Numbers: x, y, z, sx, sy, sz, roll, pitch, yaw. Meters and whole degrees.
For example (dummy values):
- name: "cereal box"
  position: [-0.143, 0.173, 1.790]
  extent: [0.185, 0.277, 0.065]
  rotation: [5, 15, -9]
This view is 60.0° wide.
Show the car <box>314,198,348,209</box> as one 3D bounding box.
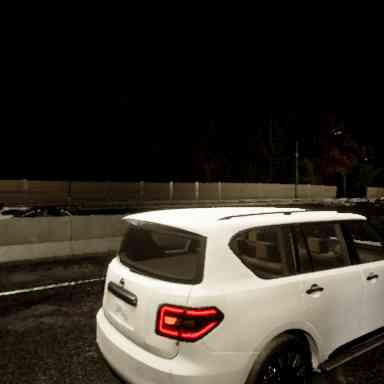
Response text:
- name: "car"
  position: [20.314, 1.678, 48.562]
  extent: [5.357, 1.411, 2.033]
  rotation: [0, 0, -35]

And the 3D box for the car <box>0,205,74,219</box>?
- name: "car"
  position: [-7.416, 1.513, 15.900]
  extent: [4.892, 1.490, 1.837]
  rotation: [0, 0, -36]

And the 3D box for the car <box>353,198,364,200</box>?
- name: "car"
  position: [22.949, 1.626, 46.140]
  extent: [4.902, 1.511, 2.128]
  rotation: [0, 0, -35]

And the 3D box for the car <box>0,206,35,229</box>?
- name: "car"
  position: [-12.597, 1.606, 20.803]
  extent: [4.718, 1.301, 1.895]
  rotation: [0, 0, -36]

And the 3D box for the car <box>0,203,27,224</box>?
- name: "car"
  position: [-14.297, 1.570, 23.850]
  extent: [4.181, 1.385, 1.994]
  rotation: [0, 0, -36]

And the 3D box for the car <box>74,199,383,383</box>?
- name: "car"
  position: [1.485, 1.231, 4.803]
  extent: [5.566, 2.045, 2.150]
  rotation: [0, 0, -36]

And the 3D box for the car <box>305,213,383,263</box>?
- name: "car"
  position: [6.464, 1.597, 12.664]
  extent: [4.181, 1.385, 1.994]
  rotation: [0, 0, -36]
